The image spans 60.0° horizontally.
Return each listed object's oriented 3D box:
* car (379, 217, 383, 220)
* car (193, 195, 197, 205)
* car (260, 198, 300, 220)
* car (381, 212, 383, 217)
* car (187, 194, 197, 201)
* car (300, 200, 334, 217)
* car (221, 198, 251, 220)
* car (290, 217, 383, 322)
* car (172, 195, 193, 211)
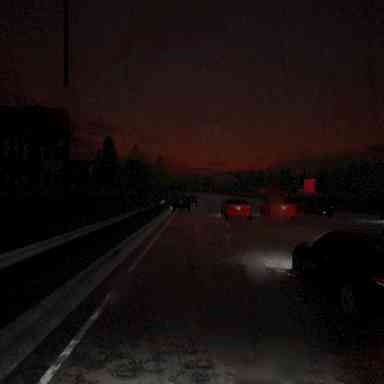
[{"bbox_3d":[7.101,1.583,8.784,1.895,1.301,4.718,0,0,0],"label":"car"},{"bbox_3d":[0.000,1.433,56.855,2.033,1.411,5.357,0,0,0],"label":"car"},{"bbox_3d":[7.102,1.296,27.926,2.097,1.767,4.553,0,0,0],"label":"car"},{"bbox_3d":[14.100,1.505,20.895,2.033,1.411,5.357,0,0,0],"label":"car"},{"bbox_3d":[0.000,1.262,73.771,1.994,1.385,4.181,0,0,0],"label":"car"},{"bbox_3d":[10.600,1.433,28.987,2.128,1.511,4.902,0,0,0],"label":"car"},{"bbox_3d":[3.602,1.296,27.866,2.097,1.767,4.553,0,0,0],"label":"car"},{"bbox_3d":[3.600,1.511,7.048,1.812,1.442,4.674,0,0,0],"label":"car"},{"bbox_3d":[-1.226,1.270,40.131,2.097,1.767,4.553,0,0,0],"label":"car"}]
